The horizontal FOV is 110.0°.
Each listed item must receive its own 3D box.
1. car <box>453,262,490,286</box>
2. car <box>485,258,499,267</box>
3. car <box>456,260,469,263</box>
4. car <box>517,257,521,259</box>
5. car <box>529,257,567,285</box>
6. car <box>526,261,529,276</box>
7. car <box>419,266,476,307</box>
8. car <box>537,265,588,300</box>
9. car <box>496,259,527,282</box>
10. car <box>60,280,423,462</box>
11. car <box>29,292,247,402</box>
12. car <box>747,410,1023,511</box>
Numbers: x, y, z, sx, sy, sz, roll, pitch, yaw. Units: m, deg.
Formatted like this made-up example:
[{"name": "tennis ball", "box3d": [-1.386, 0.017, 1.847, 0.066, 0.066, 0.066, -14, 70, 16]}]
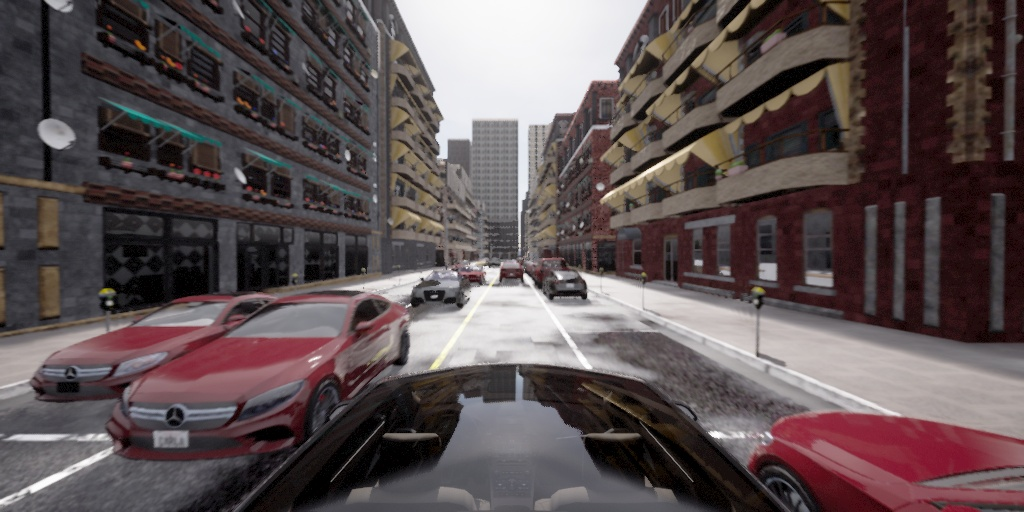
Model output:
[{"name": "car", "box3d": [-2.879, 1.351, 25.515, 1.895, 1.301, 4.718, 0, 0, 0]}, {"name": "car", "box3d": [-3.002, 1.091, 61.852, 2.097, 1.767, 4.553, 0, 0, 0]}, {"name": "car", "box3d": [-5.451, 1.191, 39.690, 1.967, 1.591, 4.097, 0, 0, 0]}, {"name": "car", "box3d": [-0.080, 1.245, 47.532, 1.837, 1.490, 4.892, 0, 0, 0]}, {"name": "car", "box3d": [2.492, 1.057, 23.094, 2.192, 1.841, 5.009, 0, 0, 0]}, {"name": "car", "box3d": [2.471, 1.291, 28.643, 2.007, 1.370, 4.403, 0, 0, 0]}, {"name": "car", "box3d": [-2.881, 1.316, 15.292, 1.994, 1.385, 4.181, 0, 0, 0]}, {"name": "car", "box3d": [2.513, 1.309, 17.545, 1.948, 1.339, 4.313, 0, 0, 0]}, {"name": "car", "box3d": [-0.027, 1.222, 28.943, 1.882, 1.535, 5.008, 0, 0, 0]}, {"name": "car", "box3d": [-2.859, 1.280, 5.338, 1.812, 1.442, 4.674, 0, 0, 0]}, {"name": "car", "box3d": [-5.327, 1.340, 6.396, 1.802, 1.307, 4.207, 0, 0, 0]}, {"name": "car", "box3d": [2.579, 1.328, 0.898, 1.802, 1.307, 4.207, 0, 0, 0]}]
